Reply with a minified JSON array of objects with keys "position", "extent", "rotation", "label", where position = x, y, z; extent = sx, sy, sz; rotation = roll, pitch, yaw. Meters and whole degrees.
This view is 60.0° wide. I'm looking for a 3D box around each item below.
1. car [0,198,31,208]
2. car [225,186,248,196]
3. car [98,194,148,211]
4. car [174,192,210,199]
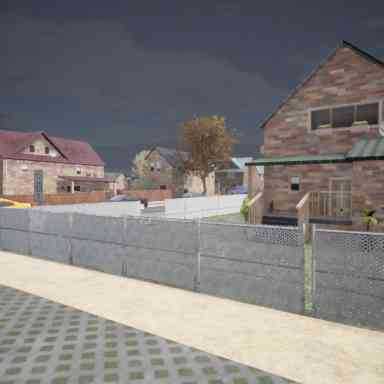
[{"position":[-12.453,1.182,20.298],"extent":[1.882,1.535,5.008],"rotation":[1,2,35],"label":"car"},{"position":[6.892,0.146,47.362],"extent":[2.150,2.045,5.566],"rotation":[1,2,36],"label":"car"},{"position":[-6.056,0.923,29.286],"extent":[1.882,1.535,5.008],"rotation":[1,2,35],"label":"car"},{"position":[0.060,0.745,37.867],"extent":[2.033,1.411,5.357],"rotation":[1,2,36],"label":"car"}]
